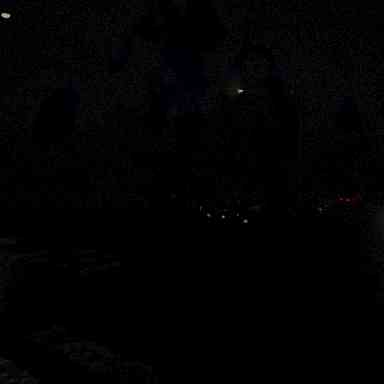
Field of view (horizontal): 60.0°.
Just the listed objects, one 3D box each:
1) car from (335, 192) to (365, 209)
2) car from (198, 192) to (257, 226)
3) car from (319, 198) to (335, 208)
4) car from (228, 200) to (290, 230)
[{"bbox_3d":[19.743,1.033,40.996,2.150,2.045,5.566,0,0,36],"label":"car"},{"bbox_3d":[2.636,1.059,22.561,2.150,2.045,5.566,0,0,36],"label":"car"},{"bbox_3d":[18.267,1.415,43.844,1.895,1.301,4.718,0,0,37],"label":"car"},{"bbox_3d":[4.256,1.371,19.779,1.812,1.442,4.674,0,0,36],"label":"car"}]
